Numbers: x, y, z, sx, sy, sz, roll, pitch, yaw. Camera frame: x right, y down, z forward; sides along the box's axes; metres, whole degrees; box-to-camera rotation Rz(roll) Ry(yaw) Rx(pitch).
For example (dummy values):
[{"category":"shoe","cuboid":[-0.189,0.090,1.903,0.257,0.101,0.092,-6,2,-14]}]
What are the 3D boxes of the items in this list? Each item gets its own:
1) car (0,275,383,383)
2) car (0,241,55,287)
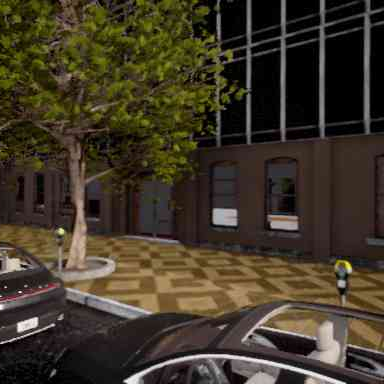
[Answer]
[{"category":"car","cuboid":[0.679,1.547,2.391,4.403,1.369,2.008,0,0,35]},{"category":"car","cuboid":[-3.955,1.519,5.696,4.403,1.369,2.008,0,0,35]}]
